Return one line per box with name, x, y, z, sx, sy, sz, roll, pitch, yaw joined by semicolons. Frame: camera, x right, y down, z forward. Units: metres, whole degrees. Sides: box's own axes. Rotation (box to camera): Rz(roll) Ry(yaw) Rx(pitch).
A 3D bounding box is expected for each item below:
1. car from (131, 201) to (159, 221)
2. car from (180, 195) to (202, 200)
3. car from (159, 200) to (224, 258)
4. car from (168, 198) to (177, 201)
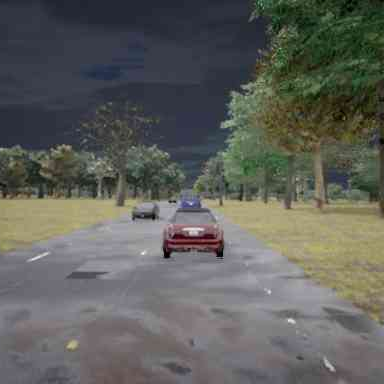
car;-3.767;1.535;27.637;1.882;1.535;5.008;0;0;0
car;-0.125;1.325;35.395;2.150;2.045;5.566;0;0;0
car;0.040;1.374;13.088;2.097;1.767;4.553;0;0;0
car;-3.973;1.869;68.878;1.895;1.301;4.718;0;0;0
